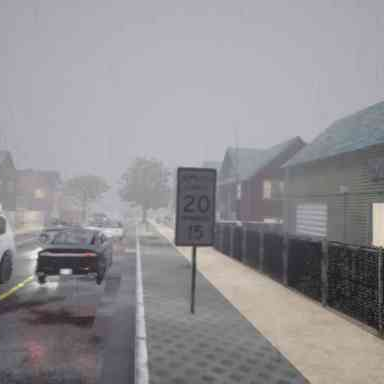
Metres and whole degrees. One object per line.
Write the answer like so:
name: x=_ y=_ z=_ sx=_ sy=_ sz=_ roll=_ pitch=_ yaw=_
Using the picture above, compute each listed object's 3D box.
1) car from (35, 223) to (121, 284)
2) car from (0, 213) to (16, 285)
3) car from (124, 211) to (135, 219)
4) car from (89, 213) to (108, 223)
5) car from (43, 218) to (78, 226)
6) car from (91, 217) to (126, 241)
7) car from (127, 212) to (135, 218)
car: x=-3.733 y=2.011 z=11.190 sx=2.128 sy=1.511 sz=4.902 roll=2 pitch=-3 yaw=-9
car: x=-6.043 y=1.479 z=7.804 sx=2.150 sy=2.045 sz=5.566 roll=2 pitch=-3 yaw=-9
car: x=-15.649 y=5.722 z=82.350 sx=2.150 sy=2.045 sz=5.566 roll=2 pitch=-4 yaw=-9
car: x=-11.708 y=3.420 z=42.112 sx=2.097 sy=1.767 sz=4.553 roll=2 pitch=-3 yaw=-9
car: x=-8.352 y=2.455 z=21.518 sx=2.128 sy=1.511 sz=4.902 roll=2 pitch=-3 yaw=-9
car: x=-5.990 y=2.819 z=24.610 sx=1.895 sy=1.301 sz=4.718 roll=2 pitch=-3 yaw=-9
car: x=-17.017 y=6.476 z=92.643 sx=1.837 sy=1.490 sz=4.892 roll=2 pitch=-4 yaw=-5
